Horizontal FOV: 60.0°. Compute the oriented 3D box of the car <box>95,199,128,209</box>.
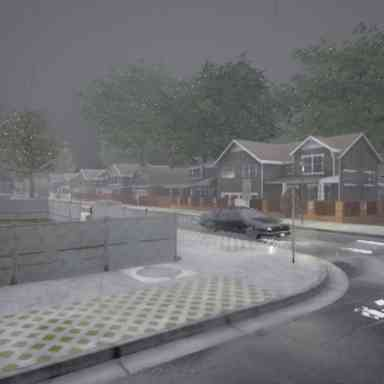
[{"bbox_3d":[-7.722,1.423,31.557,1.837,1.490,4.892,0,1,-35],"label":"car"}]

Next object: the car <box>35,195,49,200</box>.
[{"bbox_3d":[-26.878,1.242,59.066,2.033,1.411,5.357,0,0,-35],"label":"car"}]

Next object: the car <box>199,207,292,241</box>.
[{"bbox_3d":[2.498,1.487,16.889,2.033,1.411,5.357,0,0,-35],"label":"car"}]
